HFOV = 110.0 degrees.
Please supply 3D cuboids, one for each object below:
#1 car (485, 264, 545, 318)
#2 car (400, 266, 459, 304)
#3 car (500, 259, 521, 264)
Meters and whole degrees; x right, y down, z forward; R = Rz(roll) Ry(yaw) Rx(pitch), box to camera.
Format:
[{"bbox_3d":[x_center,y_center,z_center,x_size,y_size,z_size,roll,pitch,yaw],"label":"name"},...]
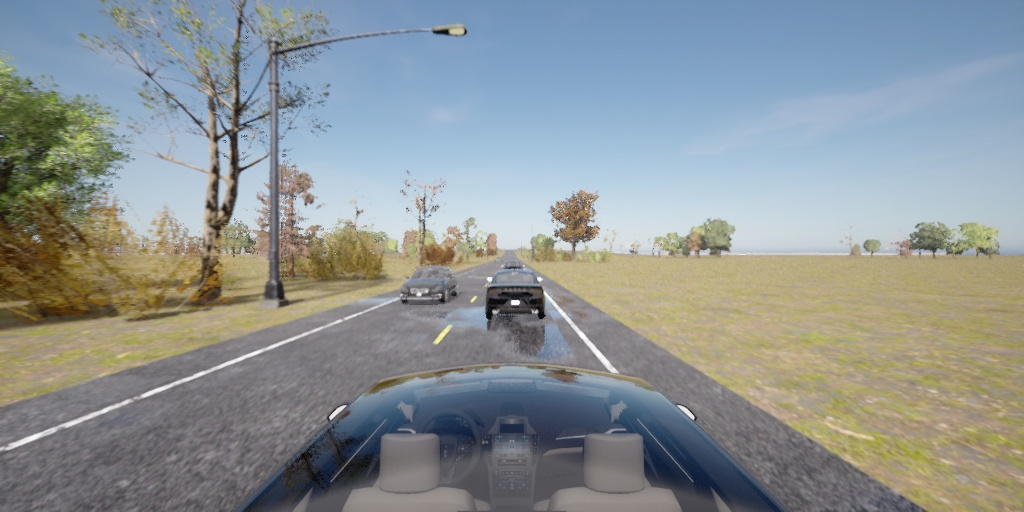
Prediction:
[{"bbox_3d":[0.101,1.210,12.987,1.882,1.535,5.008,0,0,0],"label":"car"},{"bbox_3d":[-3.593,1.232,16.279,1.837,1.490,4.892,0,0,0],"label":"car"},{"bbox_3d":[0.105,1.205,31.461,1.837,1.490,4.892,0,0,0],"label":"car"}]
